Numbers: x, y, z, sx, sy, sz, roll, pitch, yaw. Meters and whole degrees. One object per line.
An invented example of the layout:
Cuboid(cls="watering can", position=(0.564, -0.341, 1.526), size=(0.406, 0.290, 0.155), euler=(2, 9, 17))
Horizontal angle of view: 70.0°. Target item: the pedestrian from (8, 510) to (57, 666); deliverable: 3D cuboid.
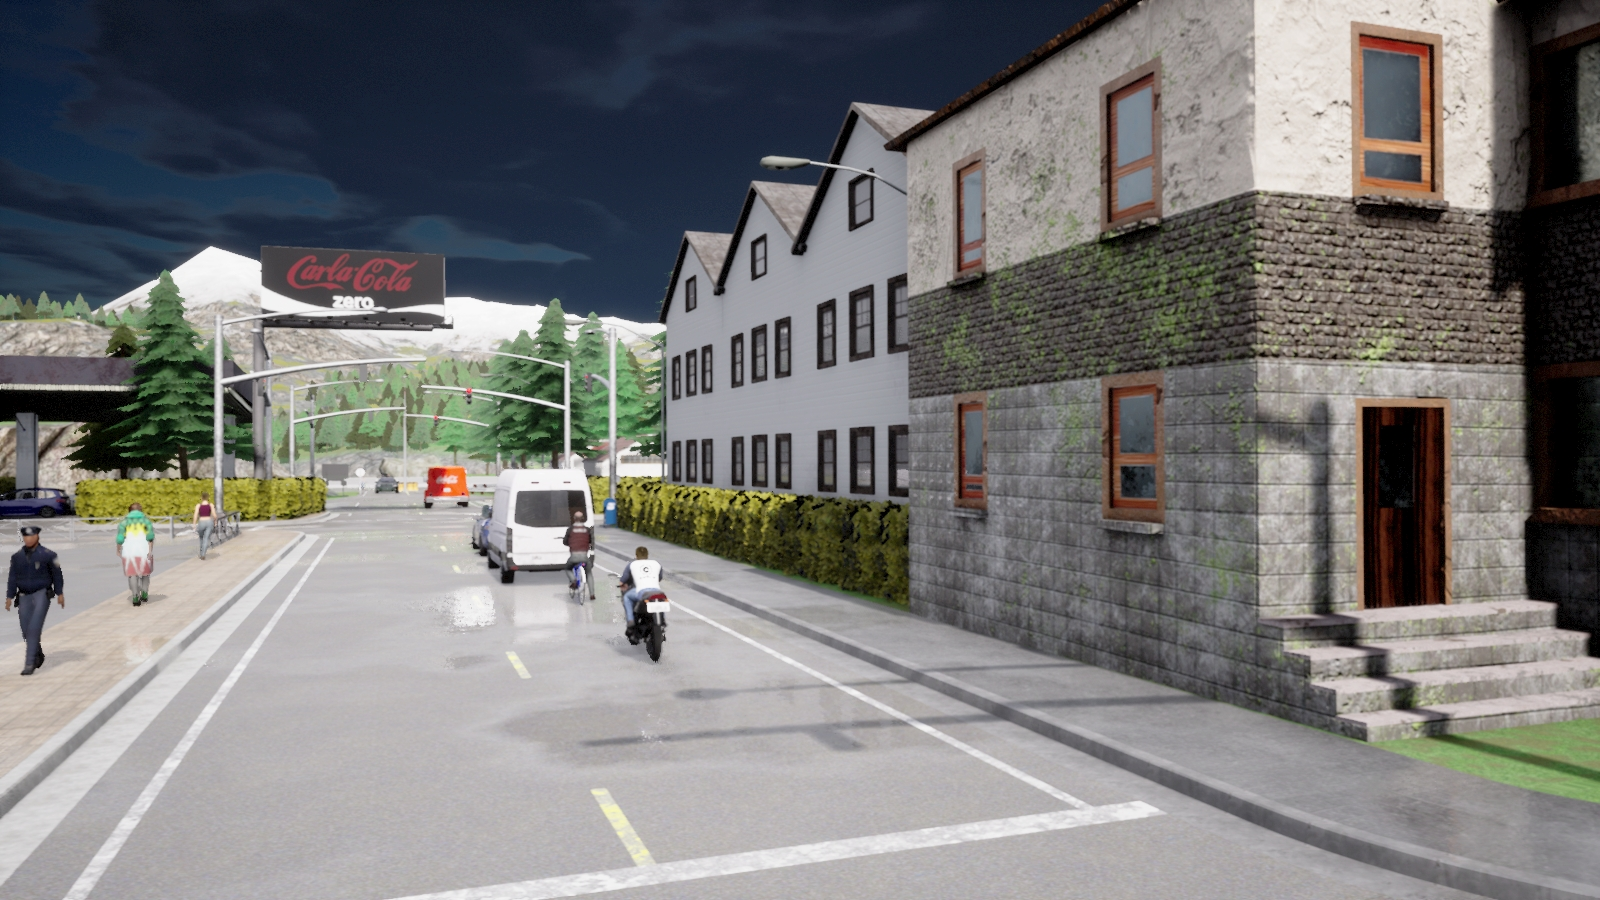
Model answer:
Cuboid(cls="pedestrian", position=(-9.395, 1.671, 13.991), size=(0.375, 1.860, 0.375), euler=(0, -1, -12))

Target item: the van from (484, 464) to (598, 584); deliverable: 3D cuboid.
Cuboid(cls="van", position=(-6.391, 1.617, 27.666), size=(1.988, 2.561, 5.915), euler=(0, -1, -20))

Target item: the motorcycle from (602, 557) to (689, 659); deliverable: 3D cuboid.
Cuboid(cls="motorcycle", position=(-2.201, 2.173, 16.075), size=(0.803, 1.145, 2.033), euler=(0, -1, -20))

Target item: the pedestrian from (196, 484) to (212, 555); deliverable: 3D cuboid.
Cuboid(cls="pedestrian", position=(-15.850, 1.845, 30.386), size=(0.375, 1.860, 0.375), euler=(0, -1, -24))

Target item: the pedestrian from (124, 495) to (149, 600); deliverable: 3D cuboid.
Cuboid(cls="pedestrian", position=(-11.949, 1.740, 20.581), size=(0.375, 1.860, 0.375), euler=(0, -1, -29))

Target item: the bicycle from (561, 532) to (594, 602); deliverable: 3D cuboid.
Cuboid(cls="bicycle", position=(-4.319, 2.234, 22.105), size=(0.329, 1.171, 1.835), euler=(0, 0, -20))

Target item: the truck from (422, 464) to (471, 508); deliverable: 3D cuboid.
Cuboid(cls="truck", position=(-21.548, 2.109, 69.518), size=(2.627, 2.467, 5.204), euler=(-1, 0, -19))

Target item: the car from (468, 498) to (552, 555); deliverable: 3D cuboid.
Cuboid(cls="car", position=(-8.786, 2.234, 34.347), size=(2.002, 1.442, 4.674), euler=(0, -1, -20))
